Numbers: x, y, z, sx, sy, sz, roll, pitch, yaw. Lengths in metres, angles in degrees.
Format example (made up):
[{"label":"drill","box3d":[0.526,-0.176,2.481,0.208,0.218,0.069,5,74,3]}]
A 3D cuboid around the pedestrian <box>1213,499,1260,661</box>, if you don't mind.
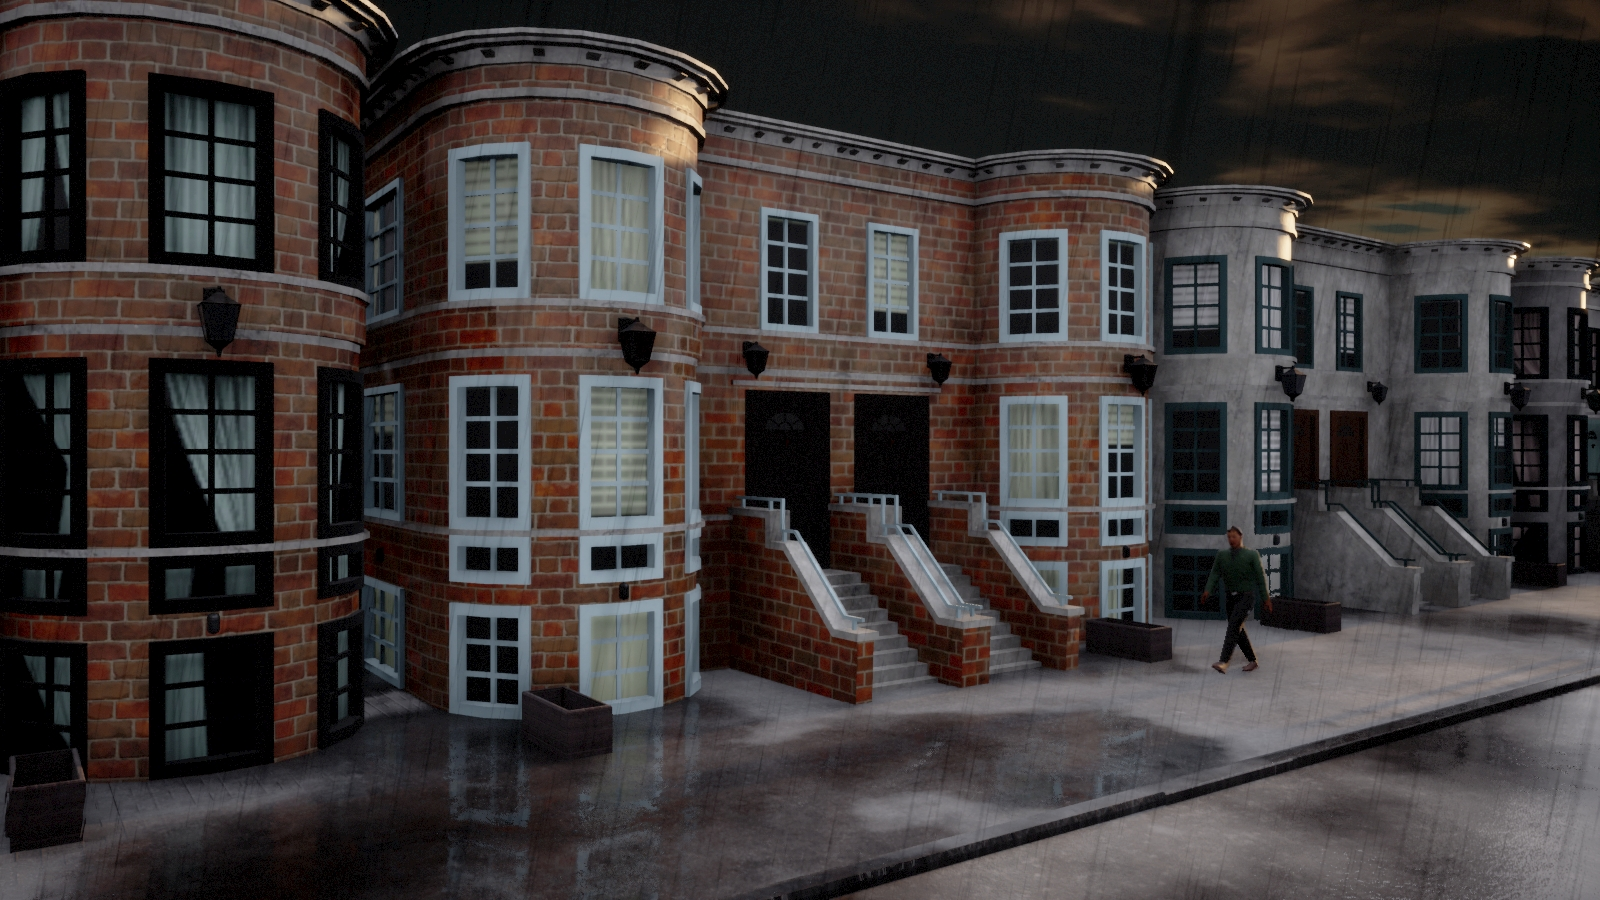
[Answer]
[{"label":"pedestrian","box3d":[5.173,1.521,13.550,0.375,1.860,0.375,0,0,-38]}]
